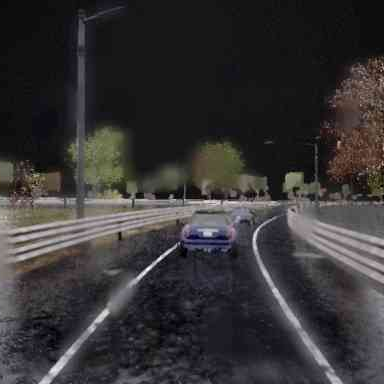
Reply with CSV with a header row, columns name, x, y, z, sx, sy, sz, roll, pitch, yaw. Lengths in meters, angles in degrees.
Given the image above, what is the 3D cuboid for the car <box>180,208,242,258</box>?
name,x,y,z,sx,sy,sz,roll,pitch,yaw
car,0.866,1.523,13.705,2.097,1.767,4.553,0,-1,9

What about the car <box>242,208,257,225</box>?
name,x,y,z,sx,sy,sz,roll,pitch,yaw
car,4.298,2.009,28.212,1.994,1.385,4.181,0,-1,18
